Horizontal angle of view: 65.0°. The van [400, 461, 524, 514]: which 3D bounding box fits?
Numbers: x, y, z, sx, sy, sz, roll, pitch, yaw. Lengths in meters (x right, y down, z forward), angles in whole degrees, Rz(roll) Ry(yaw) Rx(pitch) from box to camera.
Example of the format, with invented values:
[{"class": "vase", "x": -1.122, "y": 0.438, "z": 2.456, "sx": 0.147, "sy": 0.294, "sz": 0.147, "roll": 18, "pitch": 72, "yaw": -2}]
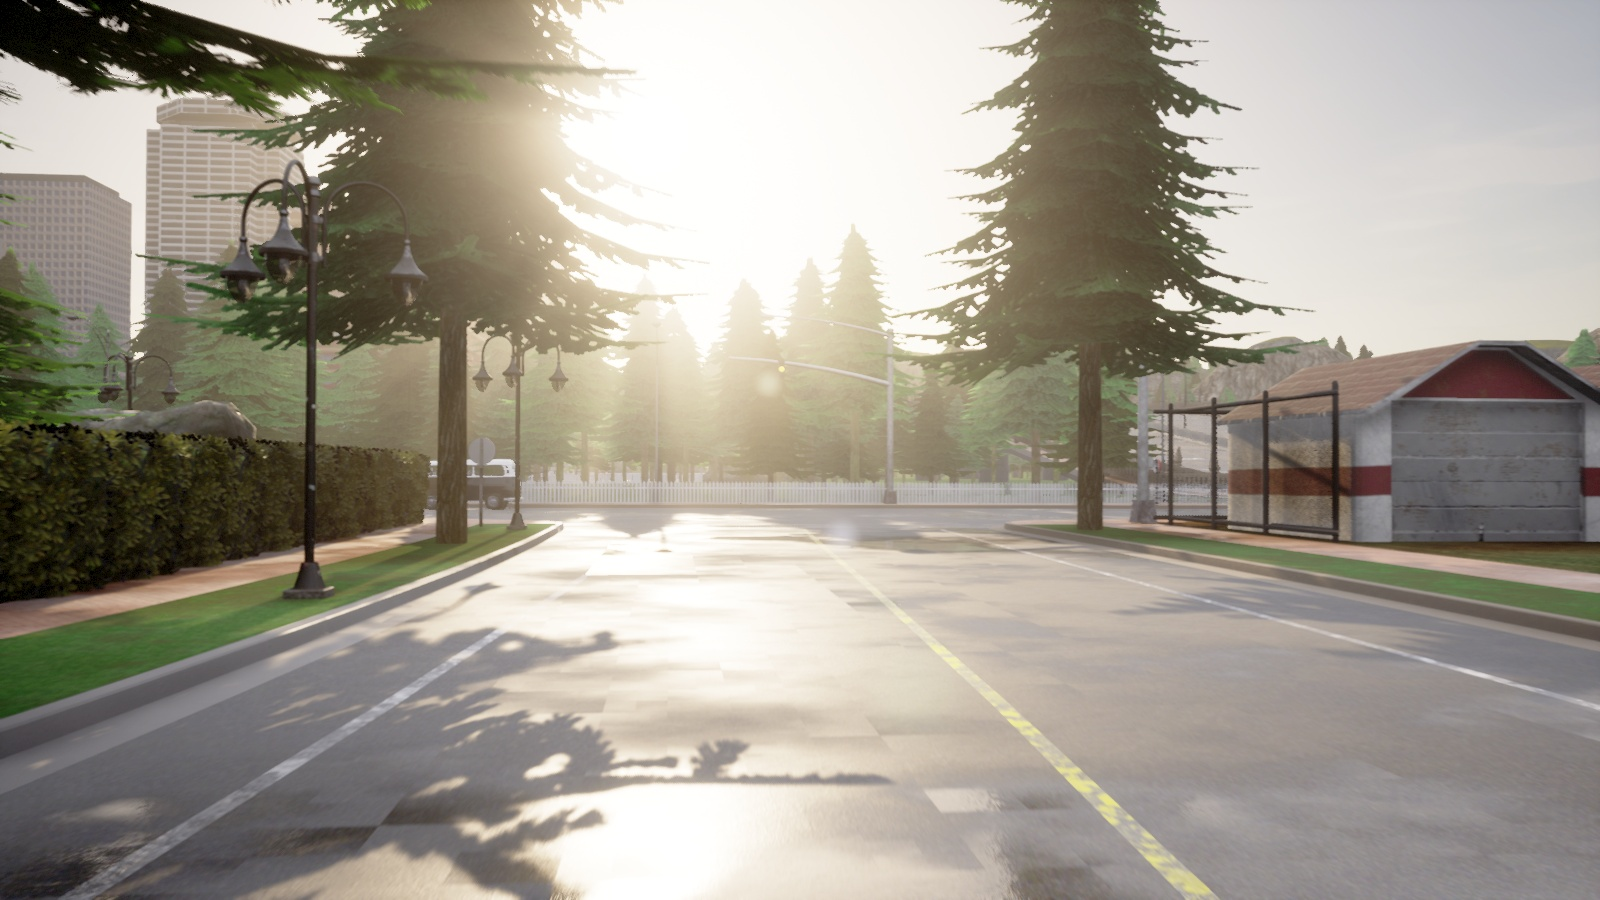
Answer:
[{"class": "van", "x": -13.487, "y": 1.478, "z": 50.340, "sx": 4.480, "sy": 2.038, "sz": 2.069, "roll": 0, "pitch": -1, "yaw": -4}]
